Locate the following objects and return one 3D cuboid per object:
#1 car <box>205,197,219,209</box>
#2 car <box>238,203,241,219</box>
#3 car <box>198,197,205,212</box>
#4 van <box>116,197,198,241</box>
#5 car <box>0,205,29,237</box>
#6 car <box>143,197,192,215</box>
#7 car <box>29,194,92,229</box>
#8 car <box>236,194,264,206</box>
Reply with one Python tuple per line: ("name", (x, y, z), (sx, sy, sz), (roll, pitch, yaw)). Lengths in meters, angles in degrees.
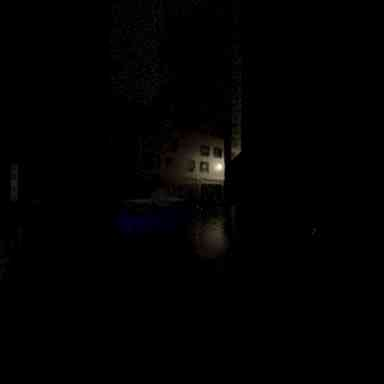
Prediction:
("car", (1.146, 1.143, 34.298), (1.947, 1.339, 4.313), (1, 2, 35))
("car", (4.840, 1.267, 24.785), (2.008, 1.369, 4.403), (1, 2, 35))
("car", (-1.528, 1.249, 25.960), (2.033, 1.411, 5.357), (1, 1, 35))
("van", (-1.661, 1.195, 15.641), (1.690, 1.788, 3.998), (1, 2, 35))
("car", (-10.106, 1.440, 13.908), (2.033, 1.411, 5.357), (1, 1, 35))
("car", (-2.106, 1.191, 29.727), (1.887, 1.381, 4.507), (1, 2, 35))
("car", (-8.607, 1.099, 20.582), (2.192, 1.841, 5.009), (1, 2, 35))
("car", (7.649, 1.003, 43.438), (1.947, 1.339, 4.313), (1, 2, 35))
